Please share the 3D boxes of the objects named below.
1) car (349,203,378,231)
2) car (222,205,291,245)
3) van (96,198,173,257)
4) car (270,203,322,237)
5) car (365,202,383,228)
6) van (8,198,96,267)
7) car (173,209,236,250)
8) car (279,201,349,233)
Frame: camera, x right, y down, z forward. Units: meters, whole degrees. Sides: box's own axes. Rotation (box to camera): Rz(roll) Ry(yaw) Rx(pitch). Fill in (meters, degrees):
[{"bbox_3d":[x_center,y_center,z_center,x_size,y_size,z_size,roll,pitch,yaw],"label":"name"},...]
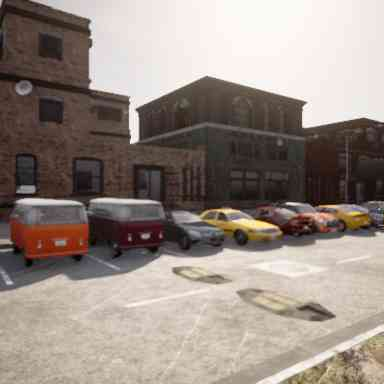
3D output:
[{"bbox_3d":[8.550,1.587,21.103,2.097,1.535,5.008,1,0,-35],"label":"car"},{"bbox_3d":[1.861,1.522,16.120,1.946,1.575,5.366,1,0,-35],"label":"car"},{"bbox_3d":[-2.842,1.258,13.143,1.878,1.987,4.442,1,0,-35],"label":"van"},{"bbox_3d":[4.021,1.545,17.878,2.097,1.535,5.008,1,0,-35],"label":"car"},{"bbox_3d":[10.806,1.610,22.721,2.231,1.521,4.892,1,0,-35],"label":"car"},{"bbox_3d":[-5.107,1.237,11.532,1.878,1.987,4.442,1,0,-35],"label":"van"},{"bbox_3d":[-0.513,1.545,14.661,2.002,1.452,4.674,1,0,-35],"label":"car"},{"bbox_3d":[6.264,1.440,19.519,2.185,1.767,4.553,1,0,-35],"label":"car"}]
